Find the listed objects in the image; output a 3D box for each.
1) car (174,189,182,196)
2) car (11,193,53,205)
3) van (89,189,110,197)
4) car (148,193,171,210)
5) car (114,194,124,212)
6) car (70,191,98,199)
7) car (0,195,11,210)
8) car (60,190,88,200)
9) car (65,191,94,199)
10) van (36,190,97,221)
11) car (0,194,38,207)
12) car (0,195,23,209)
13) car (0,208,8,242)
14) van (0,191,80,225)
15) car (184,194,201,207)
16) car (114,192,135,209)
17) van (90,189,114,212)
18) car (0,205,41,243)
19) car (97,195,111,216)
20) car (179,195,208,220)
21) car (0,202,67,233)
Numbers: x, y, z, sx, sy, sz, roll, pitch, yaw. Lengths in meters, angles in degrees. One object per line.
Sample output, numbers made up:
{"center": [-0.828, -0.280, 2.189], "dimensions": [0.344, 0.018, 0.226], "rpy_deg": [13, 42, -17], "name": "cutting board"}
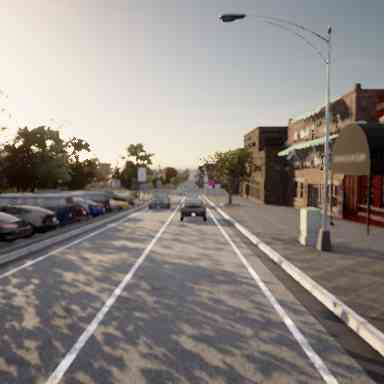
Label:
{"center": [-3.246, 0.084, 77.563], "dimensions": [1.812, 1.442, 4.674], "rpy_deg": [0, 2, 0], "name": "car"}
{"center": [-22.047, 0.943, 45.949], "dimensions": [4.792, 1.488, 2.163], "rpy_deg": [0, 1, 0], "name": "car"}
{"center": [-22.003, 0.200, 79.245], "dimensions": [4.442, 1.987, 1.878], "rpy_deg": [0, 1, 0], "name": "van"}
{"center": [-3.342, 0.939, 35.210], "dimensions": [2.097, 1.767, 4.553], "rpy_deg": [0, 1, 0], "name": "car"}
{"center": [-8.979, 1.190, 30.128], "dimensions": [4.674, 1.452, 2.002], "rpy_deg": [0, 1, 0], "name": "car"}
{"center": [-22.100, 0.586, 68.150], "dimensions": [4.892, 1.521, 2.231], "rpy_deg": [0, 1, 0], "name": "car"}
{"center": [-22.068, 1.082, 34.847], "dimensions": [4.892, 1.521, 2.231], "rpy_deg": [0, 1, 0], "name": "car"}
{"center": [-22.130, 0.540, 62.598], "dimensions": [4.553, 1.767, 2.185], "rpy_deg": [0, 1, 0], "name": "car"}
{"center": [-22.108, 0.625, 65.375], "dimensions": [5.008, 1.535, 2.097], "rpy_deg": [0, 1, 0], "name": "car"}
{"center": [-8.849, 1.050, 21.712], "dimensions": [4.442, 1.987, 1.878], "rpy_deg": [0, 1, 0], "name": "van"}
{"center": [-21.884, 0.994, 40.397], "dimensions": [5.366, 1.575, 1.946], "rpy_deg": [0, 1, 0], "name": "car"}
{"center": [-22.095, 1.068, 37.622], "dimensions": [4.792, 1.488, 2.163], "rpy_deg": [0, 1, 0], "name": "car"}
{"center": [-8.957, 1.409, 10.500], "dimensions": [4.892, 1.521, 2.231], "rpy_deg": [0, 1, 0], "name": "car"}
{"center": [-9.078, 1.087, 18.910], "dimensions": [4.442, 1.987, 1.878], "rpy_deg": [0, 1, 0], "name": "van"}
{"center": [0.103, 1.035, 41.952], "dimensions": [2.033, 1.411, 5.357], "rpy_deg": [0, 1, 0], "name": "car"}
{"center": [-8.795, 1.105, 32.930], "dimensions": [5.366, 1.575, 1.946], "rpy_deg": [0, 1, 0], "name": "car"}
{"center": [-9.089, 0.967, 27.321], "dimensions": [4.442, 1.987, 1.878], "rpy_deg": [0, 1, 0], "name": "van"}
{"center": [-8.952, 1.420, 13.303], "dimensions": [4.674, 1.452, 2.002], "rpy_deg": [0, 1, 0], "name": "car"}
{"center": [-8.964, 1.234, 24.521], "dimensions": [5.008, 1.535, 2.097], "rpy_deg": [0, 1, 0], "name": "car"}
{"center": [0.101, 1.233, 24.738], "dimensions": [1.837, 1.490, 4.892], "rpy_deg": [0, 1, 0], "name": "car"}
{"center": [-8.987, 1.379, 16.111], "dimensions": [4.792, 1.488, 2.163], "rpy_deg": [0, 1, 0], "name": "car"}
